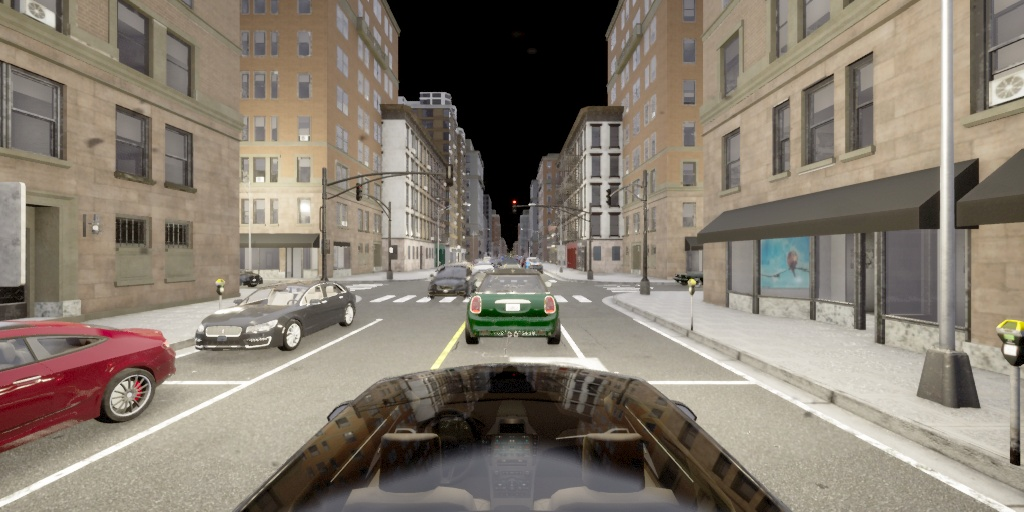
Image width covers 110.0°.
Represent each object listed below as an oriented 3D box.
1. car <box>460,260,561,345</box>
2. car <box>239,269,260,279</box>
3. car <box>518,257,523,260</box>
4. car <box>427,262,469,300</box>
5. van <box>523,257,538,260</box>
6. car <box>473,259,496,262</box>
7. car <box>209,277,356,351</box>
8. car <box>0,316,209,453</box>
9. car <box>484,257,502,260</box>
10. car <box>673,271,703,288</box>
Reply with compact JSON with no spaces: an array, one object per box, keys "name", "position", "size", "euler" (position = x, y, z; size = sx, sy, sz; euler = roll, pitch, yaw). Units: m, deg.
[{"name":"car","position":[0.040,1.102,9.685],"size":[2.097,1.767,4.553],"euler":[0,0,1]},{"name":"car","position":[-17.145,1.223,21.077],"size":[4.181,1.385,1.994],"euler":[0,0,0]},{"name":"car","position":[2.640,1.056,62.752],"size":[2.192,1.841,5.009],"euler":[0,0,0]},{"name":"car","position":[-2.849,1.244,17.781],"size":[1.837,1.490,4.892],"euler":[0,0,0]},{"name":"van","position":[2.637,1.084,46.533],"size":[1.690,1.789,3.998],"euler":[0,0,0]},{"name":"car","position":[-2.843,1.271,36.328],"size":[1.812,1.442,4.674],"euler":[0,0,0]},{"name":"car","position":[-5.389,1.300,8.843],"size":[2.007,1.370,4.403],"euler":[0,0,0]},{"name":"car","position":[-5.389,1.332,3.161],"size":[1.802,1.307,4.207],"euler":[0,0,0]},{"name":"car","position":[-2.853,1.290,51.734],"size":[2.033,1.411,5.357],"euler":[0,0,0]},{"name":"car","position":[13.495,1.431,24.079],"size":[4.718,1.301,1.895],"euler":[0,0,0]}]
